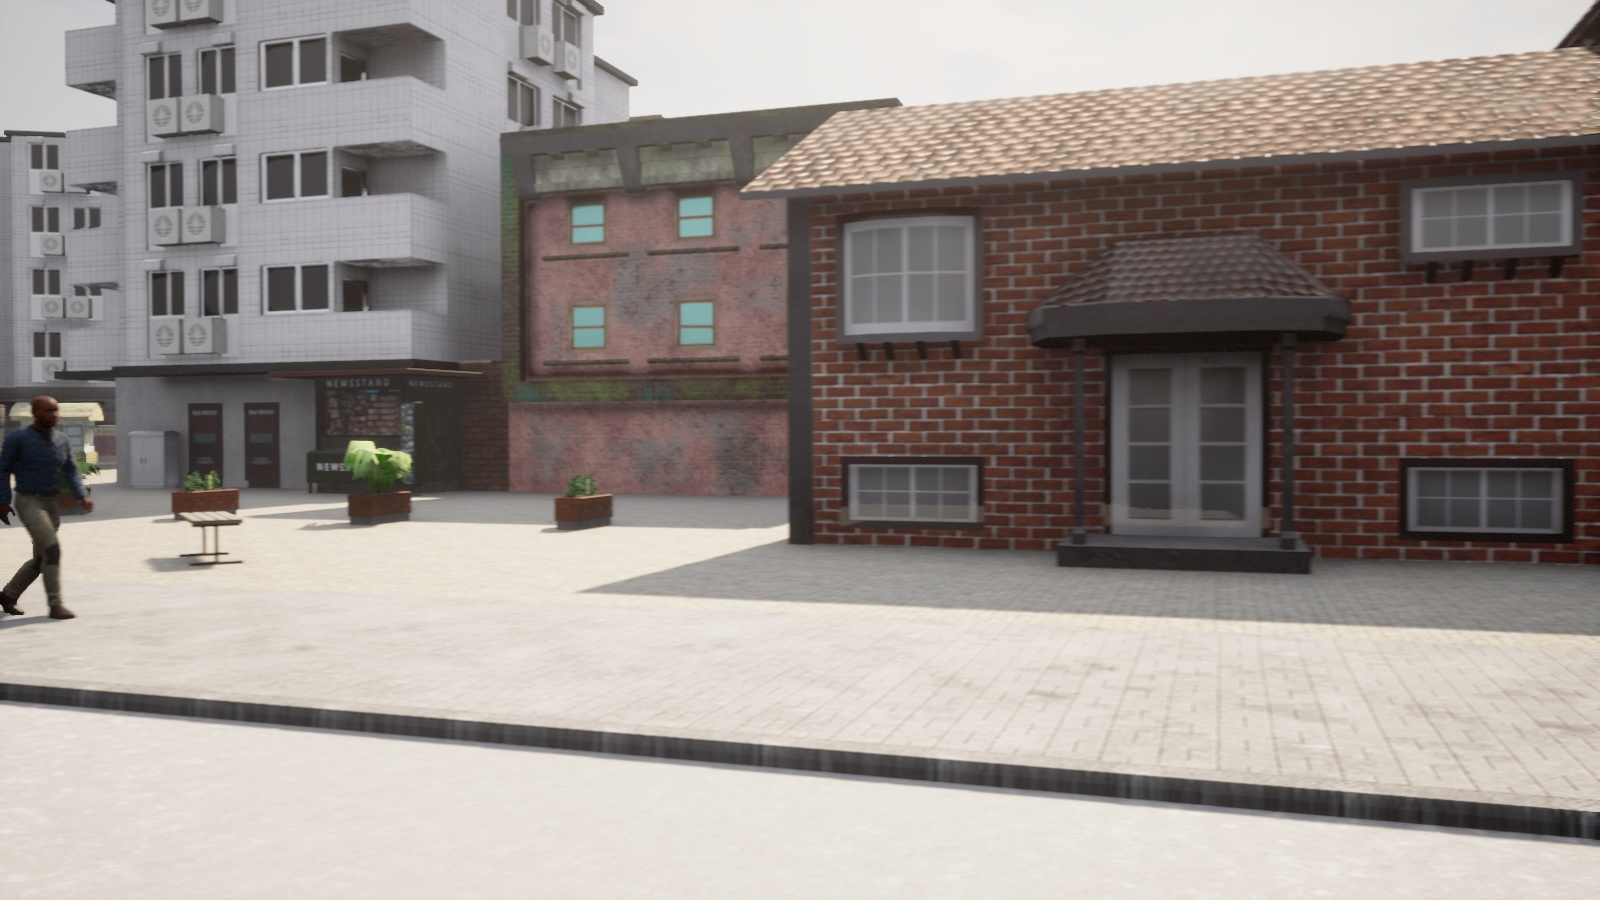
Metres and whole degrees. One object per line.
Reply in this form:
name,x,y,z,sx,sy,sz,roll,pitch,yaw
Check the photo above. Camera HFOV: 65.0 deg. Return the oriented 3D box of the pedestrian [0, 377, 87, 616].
pedestrian,-6.100,0.354,9.968,0.726,1.835,0.370,1,1,20
